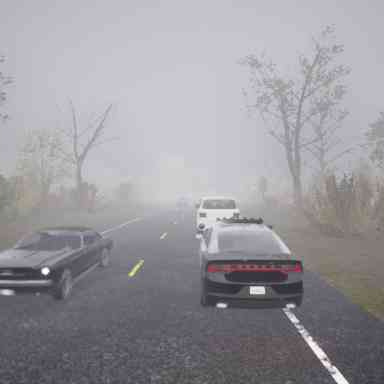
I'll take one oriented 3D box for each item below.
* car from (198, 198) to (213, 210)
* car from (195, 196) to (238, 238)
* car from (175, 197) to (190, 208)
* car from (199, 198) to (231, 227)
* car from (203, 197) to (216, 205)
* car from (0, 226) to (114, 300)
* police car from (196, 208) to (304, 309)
[{"bbox_3d":[1.927,1.584,46.354,1.837,1.490,4.892,0,0,5],"label":"car"},{"bbox_3d":[1.366,1.233,17.970,2.150,2.045,5.566,0,0,2],"label":"car"},{"bbox_3d":[-1.409,1.600,50.105,1.837,1.490,4.892,0,0,5],"label":"car"},{"bbox_3d":[1.582,1.365,23.880,2.097,1.767,4.553,0,0,2],"label":"car"},{"bbox_3d":[3.376,1.709,63.435,2.033,1.411,5.357,0,0,6],"label":"car"},{"bbox_3d":[-3.496,1.604,8.535,1.895,1.301,4.718,0,0,1],"label":"car"},{"bbox_3d":[1.127,1.428,8.097,1.930,1.638,5.238,0,0,1],"label":"police car"}]
